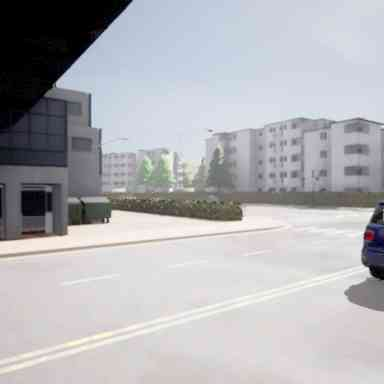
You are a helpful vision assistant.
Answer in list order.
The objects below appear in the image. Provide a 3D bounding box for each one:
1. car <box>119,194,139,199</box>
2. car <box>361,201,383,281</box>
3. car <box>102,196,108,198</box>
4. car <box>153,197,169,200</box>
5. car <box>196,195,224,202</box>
[{"bbox_3d":[-11.022,1.207,58.333,2.097,1.767,4.553,0,0,-40],"label":"car"},{"bbox_3d":[6.531,1.161,8.426,5.566,2.045,2.150,0,0,-35],"label":"car"},{"bbox_3d":[-15.621,1.453,58.463,1.994,1.385,4.181,0,0,-45],"label":"car"},{"bbox_3d":[-3.878,1.401,42.760,1.812,1.442,4.674,0,0,-36],"label":"car"},{"bbox_3d":[2.219,1.208,40.255,2.097,1.767,4.553,0,0,-36],"label":"car"}]
